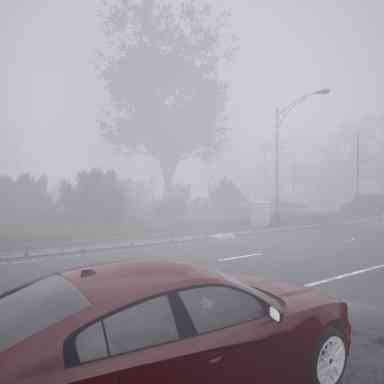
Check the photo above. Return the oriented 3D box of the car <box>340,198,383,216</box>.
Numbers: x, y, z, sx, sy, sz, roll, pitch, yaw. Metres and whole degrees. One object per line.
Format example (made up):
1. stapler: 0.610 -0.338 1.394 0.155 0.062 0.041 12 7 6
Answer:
1. car: 17.073 1.564 33.270 1.994 1.385 4.181 0 0 -32

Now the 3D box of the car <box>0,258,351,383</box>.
1. car: -0.284 1.478 3.542 5.008 1.535 1.882 0 0 -35

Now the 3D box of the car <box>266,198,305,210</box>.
1. car: 11.390 1.476 42.288 1.882 1.535 5.008 0 0 -32

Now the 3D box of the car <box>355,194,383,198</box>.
1. car: 19.928 1.221 35.300 2.150 2.045 5.566 0 0 -32

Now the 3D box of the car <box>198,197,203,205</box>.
1. car: 2.622 1.482 55.961 1.812 1.442 4.674 0 0 -33

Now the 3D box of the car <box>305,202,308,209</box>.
1. car: 13.603 1.522 45.337 1.812 1.442 4.674 0 0 -32
